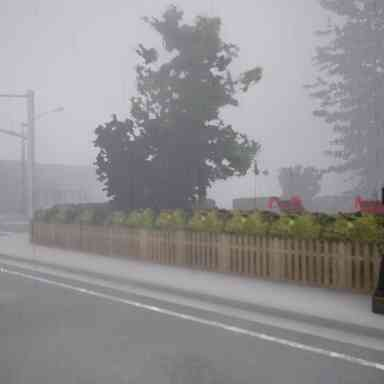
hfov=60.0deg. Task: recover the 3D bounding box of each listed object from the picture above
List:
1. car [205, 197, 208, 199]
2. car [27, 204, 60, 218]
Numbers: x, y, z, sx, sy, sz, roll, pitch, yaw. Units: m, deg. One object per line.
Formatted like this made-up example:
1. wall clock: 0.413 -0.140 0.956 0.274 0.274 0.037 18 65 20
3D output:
1. car: 0.412 1.548 49.732 2.150 2.045 5.566 -1 0 36
2. car: -12.896 1.853 30.941 1.812 1.442 4.674 -1 0 34
